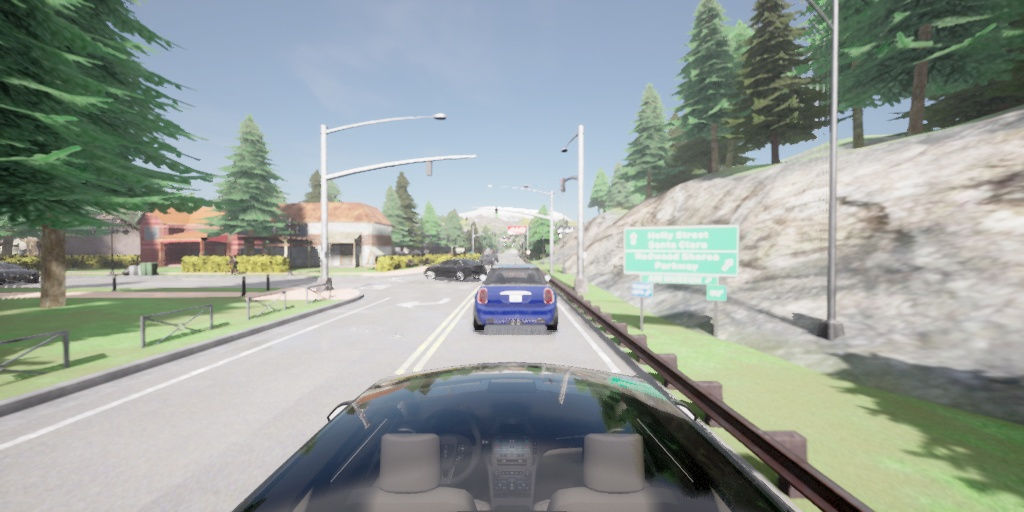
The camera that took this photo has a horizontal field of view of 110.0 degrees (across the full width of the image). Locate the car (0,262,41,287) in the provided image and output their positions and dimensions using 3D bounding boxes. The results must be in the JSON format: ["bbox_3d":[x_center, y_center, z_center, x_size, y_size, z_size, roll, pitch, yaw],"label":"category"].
[{"bbox_3d":[-32.687,1.106,22.595,4.892,1.490,1.837,0,1,2],"label":"car"}]

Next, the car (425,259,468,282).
[{"bbox_3d":[-4.038,0.965,25.185,4.892,1.490,1.837,0,-2,35],"label":"car"}]

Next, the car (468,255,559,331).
[{"bbox_3d":[0.096,0.973,10.574,2.097,1.767,4.553,0,1,0],"label":"car"}]

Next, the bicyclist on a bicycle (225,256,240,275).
[{"bbox_3d":[-23.298,0.795,29.921,0.582,1.620,1.656,0,1,0],"label":"bicyclist on a bicycle"}]
